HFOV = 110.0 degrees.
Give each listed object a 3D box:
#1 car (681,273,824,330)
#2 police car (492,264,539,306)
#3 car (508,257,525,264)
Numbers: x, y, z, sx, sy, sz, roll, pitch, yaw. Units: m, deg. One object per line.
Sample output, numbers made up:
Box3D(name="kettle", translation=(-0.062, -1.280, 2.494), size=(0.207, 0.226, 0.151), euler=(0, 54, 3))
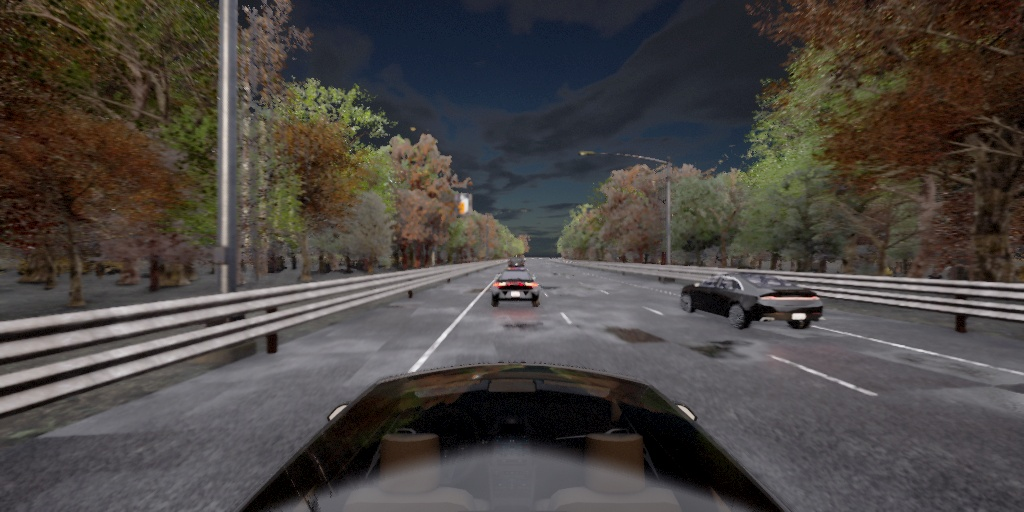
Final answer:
Box3D(name="car", translation=(7.125, 1.290, 11.314), size=(2.128, 1.511, 4.902), euler=(0, 0, 0))
Box3D(name="police car", translation=(0.157, 1.318, 16.359), size=(2.038, 1.542, 4.974), euler=(0, 0, 0))
Box3D(name="car", translation=(0.624, 1.178, 48.603), size=(2.150, 2.045, 5.566), euler=(0, 0, 1))
